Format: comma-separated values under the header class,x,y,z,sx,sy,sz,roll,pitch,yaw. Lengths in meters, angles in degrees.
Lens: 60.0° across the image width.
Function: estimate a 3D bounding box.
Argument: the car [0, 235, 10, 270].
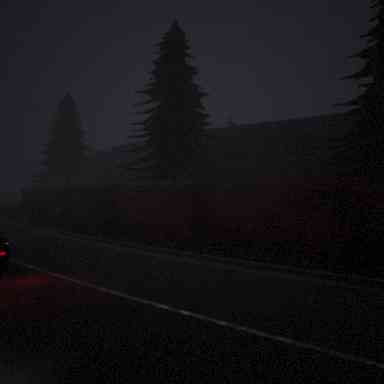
class,x,y,z,sx,sy,sz,roll,pitch,yaw
car,-6.940,1.501,9.745,4.674,1.442,1.812,0,0,41
